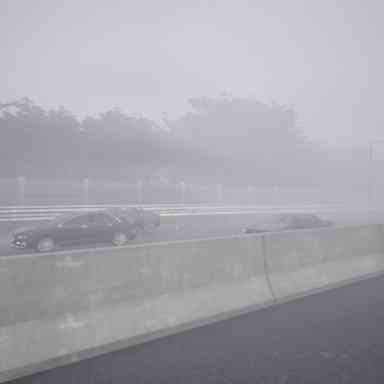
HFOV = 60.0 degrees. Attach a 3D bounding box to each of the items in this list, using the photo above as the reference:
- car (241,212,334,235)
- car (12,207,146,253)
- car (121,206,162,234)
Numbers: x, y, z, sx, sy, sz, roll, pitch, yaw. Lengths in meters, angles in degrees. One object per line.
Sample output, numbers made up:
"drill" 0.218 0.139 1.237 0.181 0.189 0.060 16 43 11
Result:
"car" 4.857 1.705 16.187 5.357 1.411 2.033 1 -1 -36
"car" -4.615 1.541 13.630 4.892 1.490 1.837 1 0 -36
"car" -4.026 1.564 18.376 4.902 1.511 2.128 1 0 -36
